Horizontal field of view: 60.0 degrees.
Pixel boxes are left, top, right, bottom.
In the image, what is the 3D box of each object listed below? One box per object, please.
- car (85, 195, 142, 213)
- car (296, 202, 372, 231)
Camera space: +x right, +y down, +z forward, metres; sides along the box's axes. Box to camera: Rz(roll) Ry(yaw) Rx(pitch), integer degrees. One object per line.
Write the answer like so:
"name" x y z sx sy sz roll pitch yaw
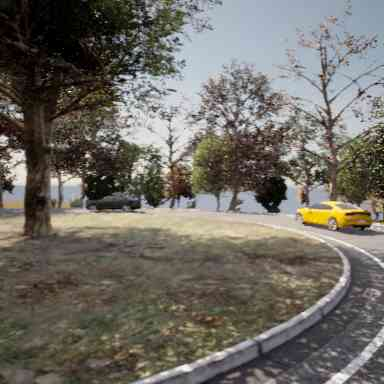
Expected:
"car" -7.103 1.031 30.194 5.008 1.535 1.882 1 0 3
"car" 7.979 1.299 19.238 1.882 1.535 5.008 1 1 -15
